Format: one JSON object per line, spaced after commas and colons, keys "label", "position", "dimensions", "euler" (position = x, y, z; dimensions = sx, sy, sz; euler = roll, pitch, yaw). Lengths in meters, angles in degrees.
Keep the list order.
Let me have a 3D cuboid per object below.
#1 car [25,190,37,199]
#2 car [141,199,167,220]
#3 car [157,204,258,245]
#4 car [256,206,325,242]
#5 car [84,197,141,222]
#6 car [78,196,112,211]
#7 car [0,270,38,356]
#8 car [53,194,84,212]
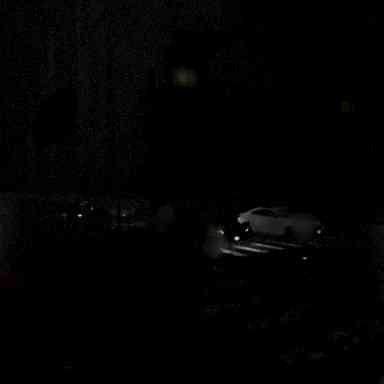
{"label": "car", "position": [-22.193, 0.837, 47.901], "dimensions": [2.128, 1.511, 4.902], "euler": [-1, 1, -36]}
{"label": "car", "position": [-3.317, 1.325, 27.057], "dimensions": [2.128, 1.511, 4.902], "euler": [-1, 1, -36]}
{"label": "car", "position": [0.401, 1.521, 16.069], "dimensions": [2.033, 1.411, 5.357], "euler": [-1, 1, -34]}
{"label": "car", "position": [4.240, 1.465, 16.568], "dimensions": [1.812, 1.442, 4.674], "euler": [-1, 1, -36]}
{"label": "car", "position": [-6.222, 1.369, 25.533], "dimensions": [2.128, 1.511, 4.902], "euler": [-1, 1, -36]}
{"label": "car", "position": [-11.107, 1.273, 37.907], "dimensions": [2.033, 1.411, 5.357], "euler": [-1, 1, -35]}
{"label": "car", "position": [-4.186, 1.545, 3.665], "dimensions": [4.507, 1.381, 1.887], "euler": [0, -1, -36]}
{"label": "car", "position": [-13.344, 1.257, 35.451], "dimensions": [1.882, 1.535, 5.008], "euler": [-1, 1, -36]}
